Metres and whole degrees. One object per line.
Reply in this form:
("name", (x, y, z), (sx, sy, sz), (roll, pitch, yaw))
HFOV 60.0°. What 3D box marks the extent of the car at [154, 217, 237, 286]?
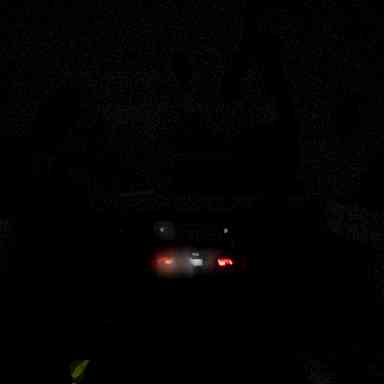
("car", (0.069, 1.402, 9.117), (2.033, 1.411, 5.357), (0, 1, 0))
